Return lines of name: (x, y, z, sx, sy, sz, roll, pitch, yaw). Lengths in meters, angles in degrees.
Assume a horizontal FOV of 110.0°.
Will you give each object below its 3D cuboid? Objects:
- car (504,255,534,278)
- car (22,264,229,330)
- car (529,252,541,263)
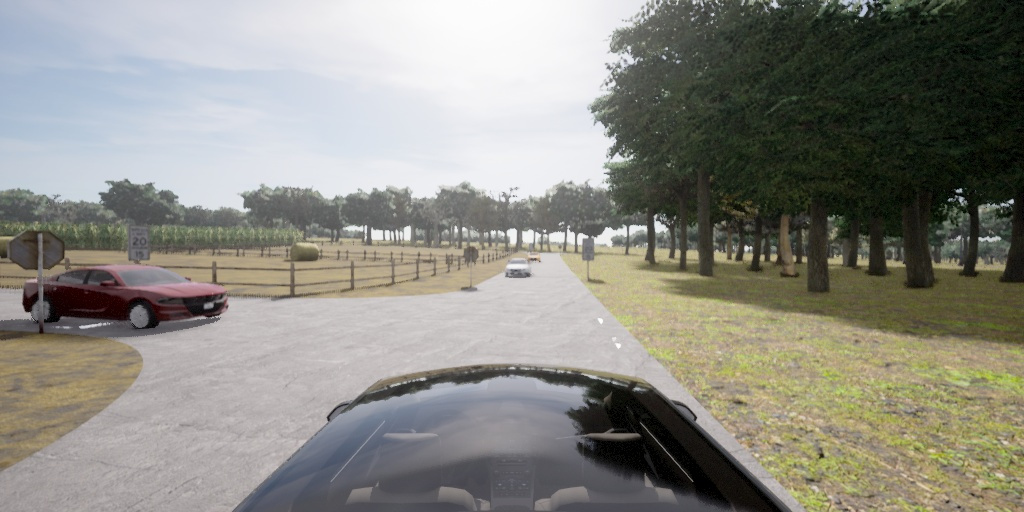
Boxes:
car: (0.549, 0.919, 29.242, 1.812, 1.442, 4.674, 0, 1, 6)
car: (-10.471, 0.998, 9.860, 5.008, 1.535, 1.882, 1, 1, 9)
car: (3.456, 0.186, 55.801, 1.882, 1.535, 5.008, 0, 2, 6)
